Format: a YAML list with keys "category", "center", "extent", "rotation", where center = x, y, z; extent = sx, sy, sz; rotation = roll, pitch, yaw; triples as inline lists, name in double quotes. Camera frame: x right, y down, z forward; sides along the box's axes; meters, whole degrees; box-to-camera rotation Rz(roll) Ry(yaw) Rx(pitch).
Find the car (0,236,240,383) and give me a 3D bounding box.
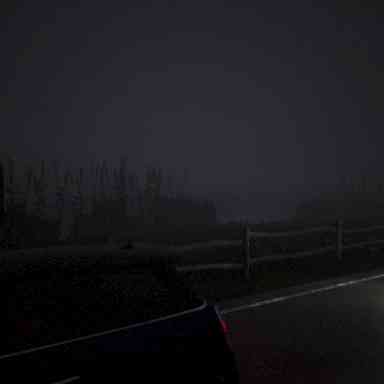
- category: "car"
  center: [-1.866, 1.352, 2.821]
  extent: [4.553, 1.767, 2.097]
  rotation: [0, 0, -31]
